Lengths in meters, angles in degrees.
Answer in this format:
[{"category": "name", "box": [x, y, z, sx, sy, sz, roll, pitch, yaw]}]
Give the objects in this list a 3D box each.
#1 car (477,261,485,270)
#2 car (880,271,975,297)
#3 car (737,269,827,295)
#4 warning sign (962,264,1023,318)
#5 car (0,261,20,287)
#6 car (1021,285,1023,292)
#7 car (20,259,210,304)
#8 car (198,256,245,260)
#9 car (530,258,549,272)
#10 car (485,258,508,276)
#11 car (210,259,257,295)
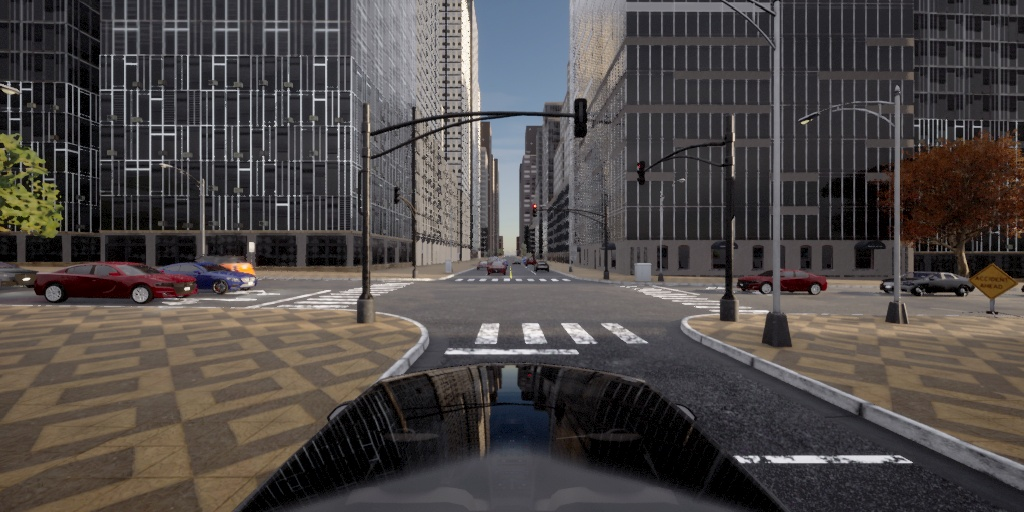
[{"category": "car", "box": [-4.149, 1.342, 52.125, 1.802, 1.307, 4.207, 0, 0, 0]}, {"category": "car", "box": [26.276, 1.740, 22.785, 4.902, 1.511, 2.128, 1, 0, -3]}, {"category": "car", "box": [16.706, 1.554, 22.317, 5.008, 1.535, 1.882, 1, 0, -3]}, {"category": "warning sign", "box": [17.251, 1.204, 12.883, 1.060, 1.860, 1.300, 0, 0, -3]}, {"category": "car", "box": [-24.912, 0.882, 16.833, 4.181, 1.385, 1.994, 1, 0, -3]}, {"category": "car", "box": [36.267, 1.932, 23.263, 4.892, 1.490, 1.837, 1, 0, -3]}, {"category": "car", "box": [-15.295, 0.973, 14.044, 5.008, 1.535, 1.882, 1, 0, -2]}, {"category": "car", "box": [-19.902, 0.759, 23.771, 4.553, 1.767, 2.097, 1, 0, -3]}, {"category": "car", "box": [3.818, 1.329, 46.652, 1.948, 1.339, 4.313, 0, 0, 0]}, {"category": "car", "box": [-1.587, 1.244, 38.526, 1.882, 1.535, 5.008, 0, 0, -1]}, {"category": "car", "box": [-14.986, 1.026, 17.316, 4.674, 1.442, 1.812, 1, 0, -1]}]
